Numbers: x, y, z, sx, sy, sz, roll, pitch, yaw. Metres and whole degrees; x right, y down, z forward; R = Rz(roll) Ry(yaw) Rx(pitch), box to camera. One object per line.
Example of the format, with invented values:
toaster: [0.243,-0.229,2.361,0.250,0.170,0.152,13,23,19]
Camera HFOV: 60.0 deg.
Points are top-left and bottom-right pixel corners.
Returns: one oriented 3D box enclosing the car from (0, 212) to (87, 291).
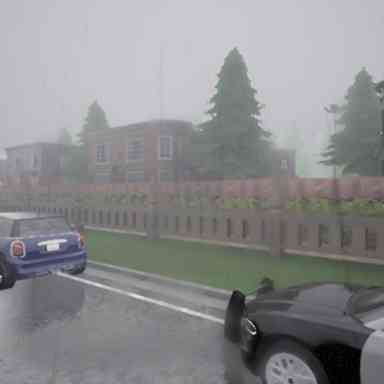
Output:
car: [-4.967,1.331,9.262,4.553,1.767,2.097,0,0,39]

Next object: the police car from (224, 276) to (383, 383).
police car: [2.730,1.426,3.099,5.238,1.638,1.930,0,0,39]
